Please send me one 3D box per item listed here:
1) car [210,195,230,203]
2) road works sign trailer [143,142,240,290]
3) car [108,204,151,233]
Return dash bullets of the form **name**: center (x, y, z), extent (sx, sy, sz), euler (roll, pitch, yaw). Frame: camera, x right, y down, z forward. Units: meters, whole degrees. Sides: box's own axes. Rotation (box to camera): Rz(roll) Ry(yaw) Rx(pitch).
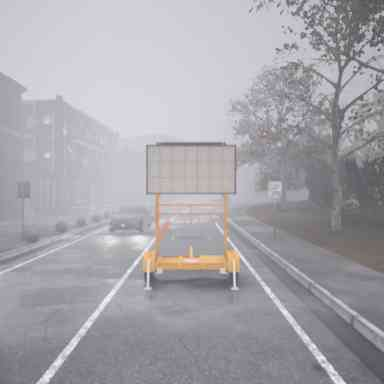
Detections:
- **car**: center (5.285, 1.362, 62.874), extent (1.837, 1.490, 4.892), euler (-1, 0, 41)
- **road works sign trailer**: center (-0.020, 0.464, 9.035), extent (2.380, 3.560, 2.880), euler (0, 0, 0)
- **car**: center (-3.580, 1.503, 19.828), extent (1.837, 1.490, 4.892), euler (0, 0, 1)
